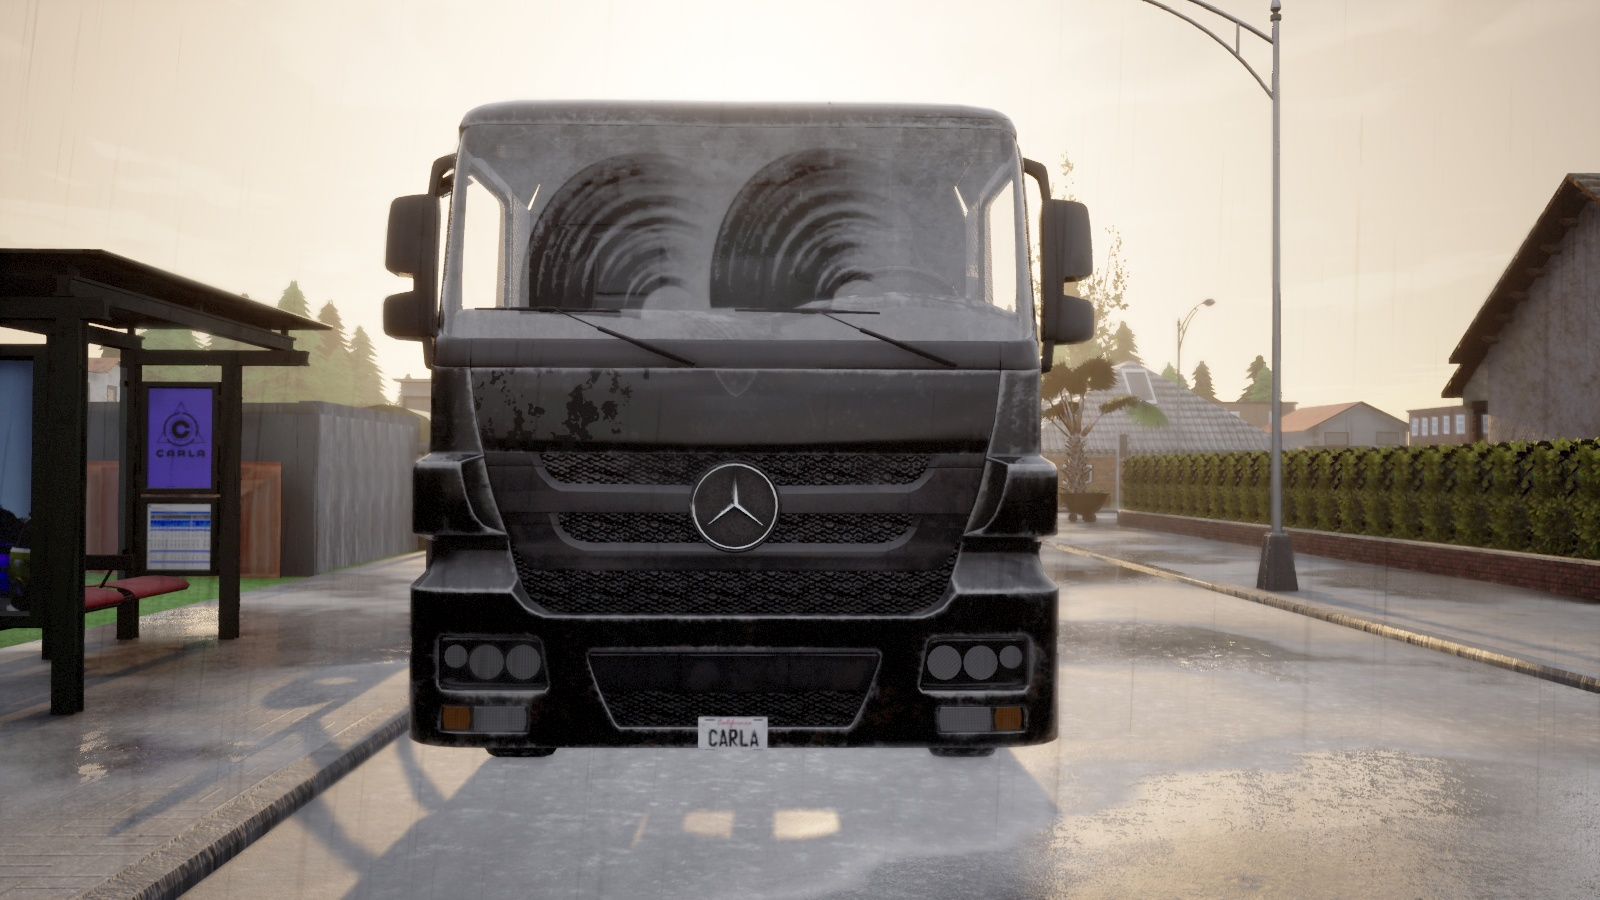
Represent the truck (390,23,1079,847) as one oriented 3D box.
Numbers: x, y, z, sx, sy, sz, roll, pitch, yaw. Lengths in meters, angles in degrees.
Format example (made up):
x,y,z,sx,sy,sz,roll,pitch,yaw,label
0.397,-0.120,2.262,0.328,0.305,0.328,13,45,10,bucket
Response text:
x,y,z,sx,sy,sz,roll,pitch,yaw,label
-0.345,-0.011,9.266,2.891,3.462,7.936,0,-1,-1,truck
